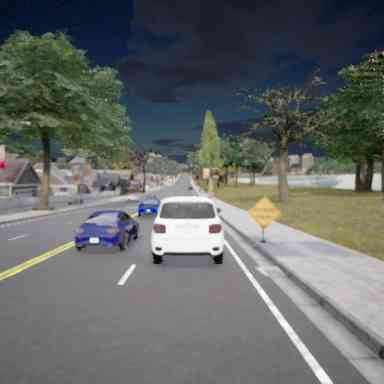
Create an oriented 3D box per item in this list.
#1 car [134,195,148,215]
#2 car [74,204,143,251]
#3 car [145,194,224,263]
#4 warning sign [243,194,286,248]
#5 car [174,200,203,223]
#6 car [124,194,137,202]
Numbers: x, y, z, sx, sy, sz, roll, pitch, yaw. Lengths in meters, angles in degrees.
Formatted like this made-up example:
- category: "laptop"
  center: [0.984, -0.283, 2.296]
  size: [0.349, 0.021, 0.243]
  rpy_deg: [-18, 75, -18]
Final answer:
- category: "car"
  center: [-3.536, 1.331, 29.250]
  size: [1.882, 1.535, 5.008]
  rpy_deg: [0, 1, 0]
- category: "car"
  center: [-3.361, 1.464, 13.688]
  size: [1.812, 1.442, 4.674]
  rpy_deg: [0, 1, 0]
- category: "car"
  center: [-0.106, 1.170, 11.818]
  size: [2.150, 2.045, 5.566]
  rpy_deg: [0, 0, 1]
- category: "warning sign"
  center: [2.739, 1.061, 12.662]
  size: [1.300, 1.860, 1.060]
  rpy_deg: [2, 3, -1]
- category: "car"
  center: [-0.272, 1.421, 25.832]
  size: [2.033, 1.411, 5.357]
  rpy_deg: [0, 0, 0]
- category: "car"
  center: [-10.476, 1.027, 57.900]
  size: [1.812, 1.442, 4.674]
  rpy_deg: [0, 1, 0]
